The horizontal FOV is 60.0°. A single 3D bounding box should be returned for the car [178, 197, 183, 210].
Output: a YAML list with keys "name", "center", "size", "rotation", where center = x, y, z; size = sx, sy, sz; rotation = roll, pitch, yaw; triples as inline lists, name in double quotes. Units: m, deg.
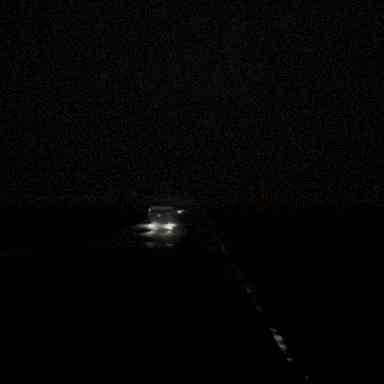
- name: "car"
  center: [-2.772, 1.914, 56.350]
  size: [2.150, 2.045, 5.566]
  rotation: [0, -1, 0]

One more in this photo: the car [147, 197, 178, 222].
- name: "car"
  center: [-2.762, 1.651, 30.776]
  size: [2.150, 2.045, 5.566]
  rotation: [0, -1, 0]
